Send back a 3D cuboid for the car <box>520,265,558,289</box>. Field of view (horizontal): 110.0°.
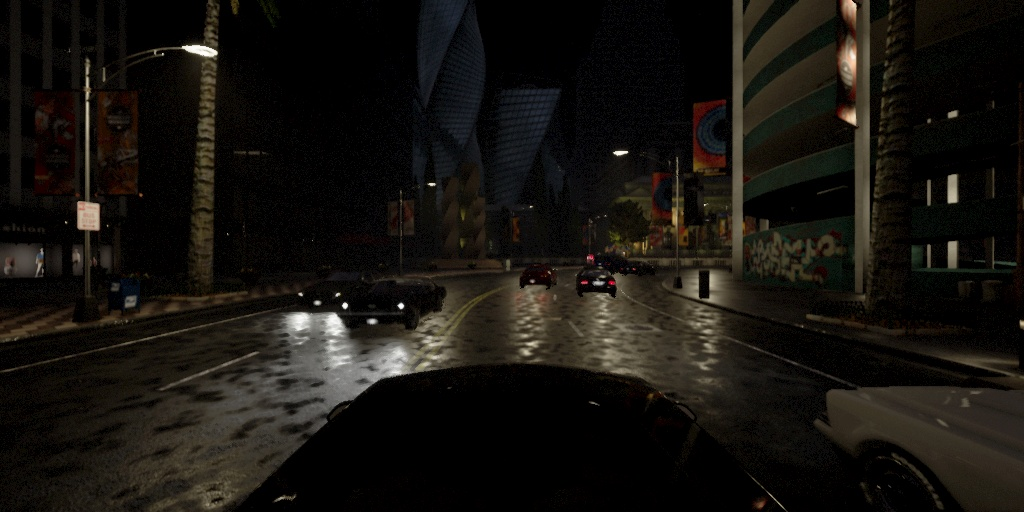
[{"bbox_3d":[1.761,1.258,22.694,1.812,1.442,4.674,0,0,15],"label":"car"}]

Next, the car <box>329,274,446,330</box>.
[{"bbox_3d":[-3.466,1.343,11.246,1.895,1.301,4.718,0,0,2],"label":"car"}]

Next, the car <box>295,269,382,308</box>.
[{"bbox_3d":[-6.802,1.286,15.452,2.033,1.411,5.357,0,0,3],"label":"car"}]

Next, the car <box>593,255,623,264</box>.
[{"bbox_3d":[10.766,0.942,38.387,2.150,2.045,5.566,0,0,44],"label":"car"}]

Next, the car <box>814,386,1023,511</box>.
[{"bbox_3d":[3.601,1.352,0.980,1.895,1.301,4.718,0,0,0],"label":"car"}]

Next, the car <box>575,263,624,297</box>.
[{"bbox_3d":[4.364,1.283,18.900,2.033,1.411,5.357,0,0,10],"label":"car"}]

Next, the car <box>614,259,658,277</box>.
[{"bbox_3d":[12.540,1.269,35.340,2.033,1.411,5.357,0,0,43],"label":"car"}]
